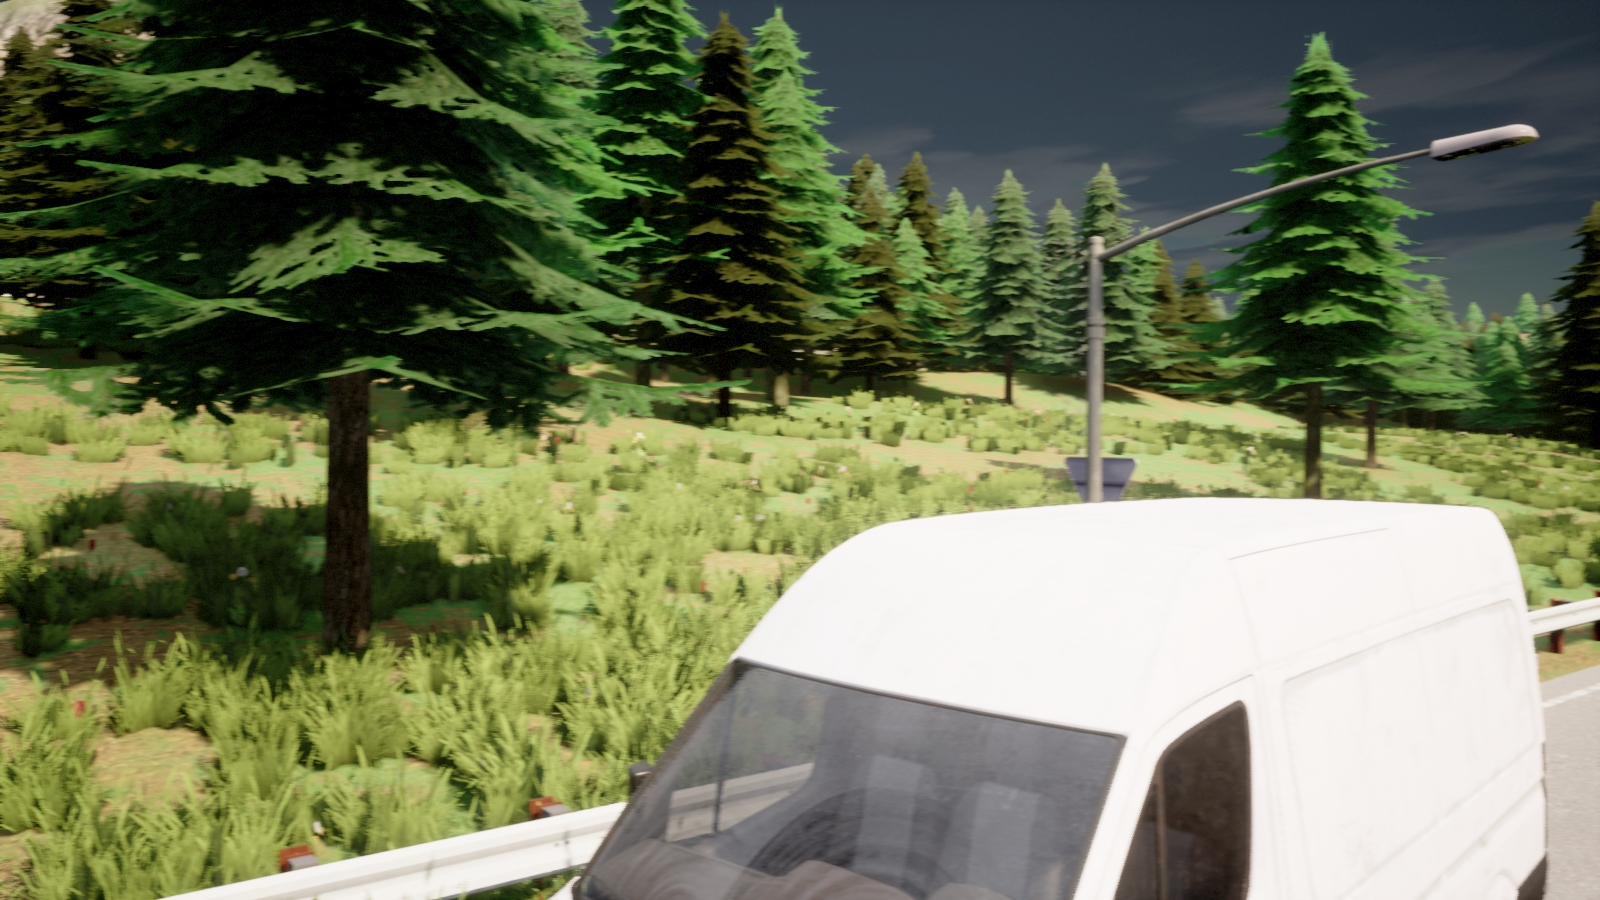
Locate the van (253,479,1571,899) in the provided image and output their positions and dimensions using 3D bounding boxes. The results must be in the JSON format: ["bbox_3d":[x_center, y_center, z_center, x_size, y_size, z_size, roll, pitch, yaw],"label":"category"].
[{"bbox_3d":[1.251,1.471,4.612,1.988,2.561,5.915,0,0,45],"label":"van"}]
